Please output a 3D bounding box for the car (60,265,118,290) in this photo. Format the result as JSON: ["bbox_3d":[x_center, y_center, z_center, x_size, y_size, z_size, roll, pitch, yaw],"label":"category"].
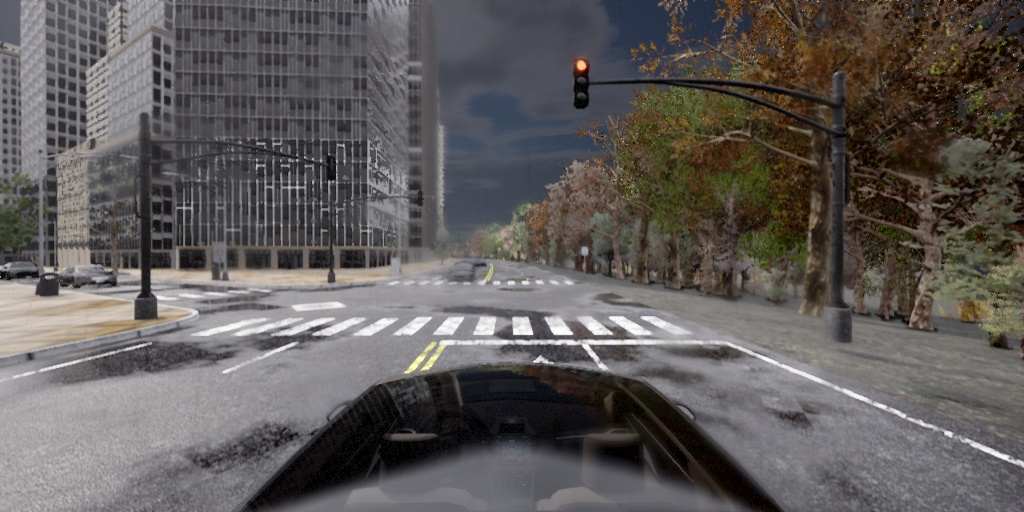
[{"bbox_3d":[-28.492,1.371,24.118,4.902,1.511,2.128,0,0,29],"label":"car"}]

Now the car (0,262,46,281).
[{"bbox_3d":[-45.627,1.345,33.472,4.553,1.767,2.097,0,0,29],"label":"car"}]

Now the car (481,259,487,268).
[{"bbox_3d":[-4.679,1.161,54.280,1.895,1.301,4.718,0,0,-3],"label":"car"}]

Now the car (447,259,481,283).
[{"bbox_3d":[-3.555,1.217,26.484,1.837,1.490,4.892,0,2,-1],"label":"car"}]
